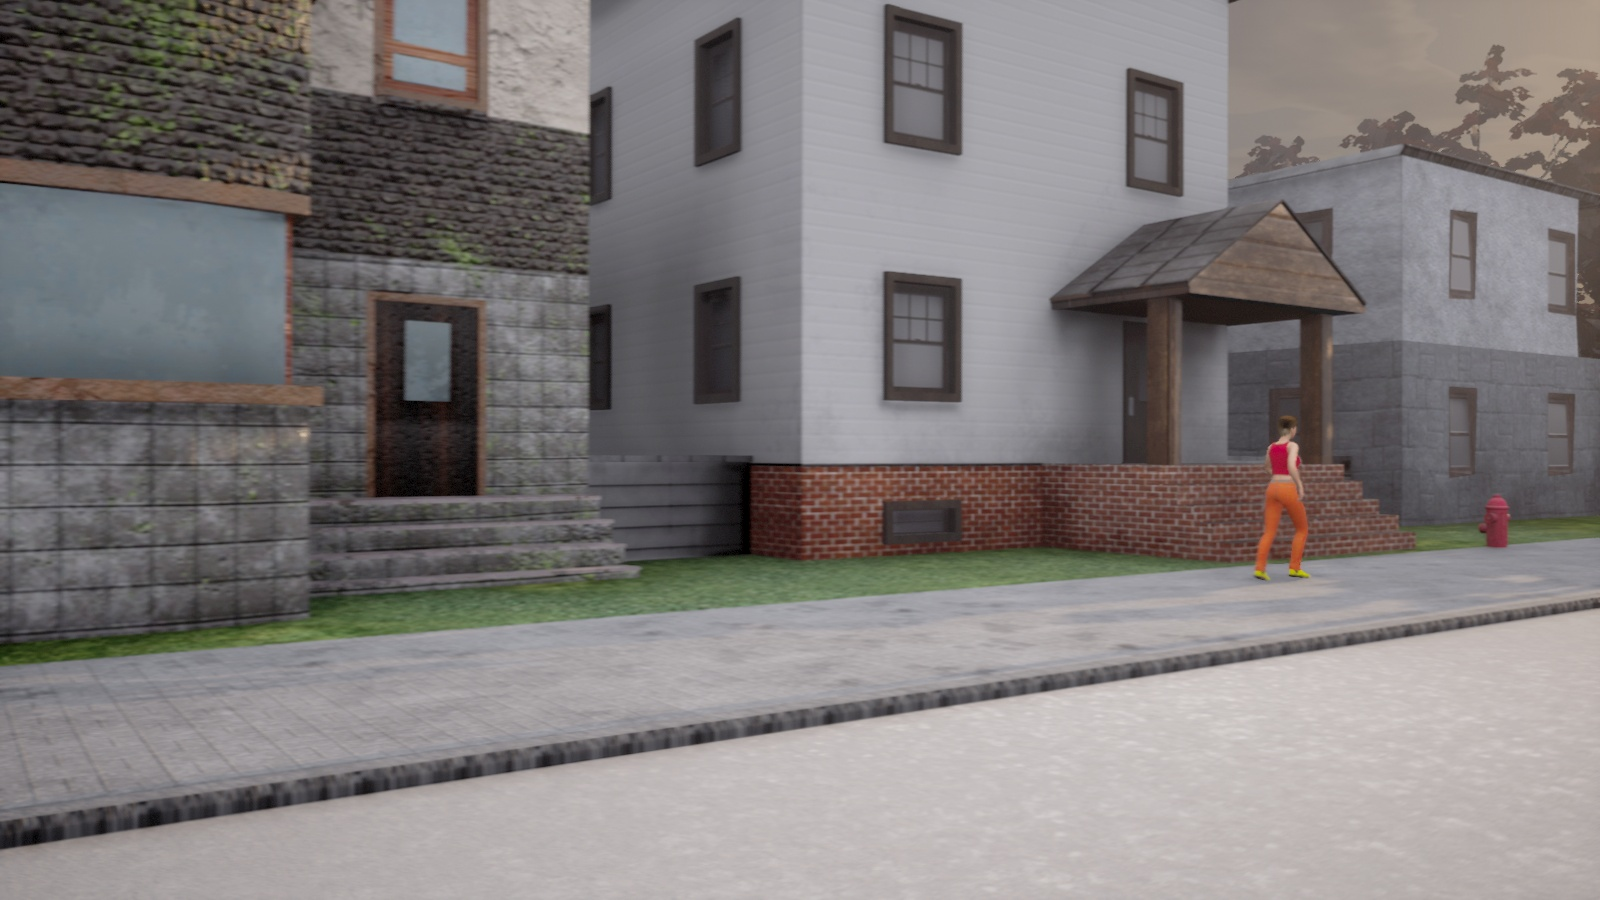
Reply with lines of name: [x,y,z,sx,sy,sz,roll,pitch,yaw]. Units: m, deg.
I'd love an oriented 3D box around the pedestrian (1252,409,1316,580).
pedestrian: [5.315,0.477,13.788,0.594,1.836,0.345,0,0,-28]

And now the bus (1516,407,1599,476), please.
bus: [51.038,-0.546,78.465,3.944,4.253,10.273,0,0,-34]
